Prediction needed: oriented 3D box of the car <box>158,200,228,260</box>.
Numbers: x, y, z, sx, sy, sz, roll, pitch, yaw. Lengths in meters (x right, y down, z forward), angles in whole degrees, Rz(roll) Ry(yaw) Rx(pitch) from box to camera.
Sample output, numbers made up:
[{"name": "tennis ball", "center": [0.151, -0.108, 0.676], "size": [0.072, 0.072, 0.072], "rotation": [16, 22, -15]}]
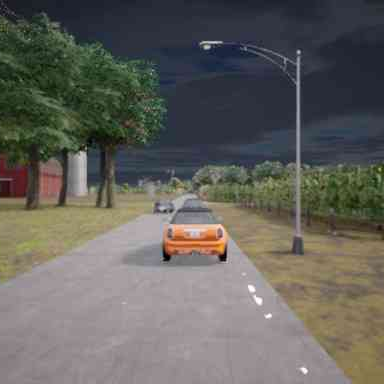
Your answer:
[{"name": "car", "center": [0.097, 1.335, 12.423], "size": [2.097, 1.767, 4.553], "rotation": [0, 0, 0]}]

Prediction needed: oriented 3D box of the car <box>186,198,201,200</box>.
[{"name": "car", "center": [0.107, 1.310, 28.009], "size": [2.097, 1.767, 4.553], "rotation": [0, 0, 0]}]

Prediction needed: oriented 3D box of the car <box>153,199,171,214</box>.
[{"name": "car", "center": [-2.822, 1.437, 33.960], "size": [2.128, 1.511, 4.902], "rotation": [0, 0, 0]}]
